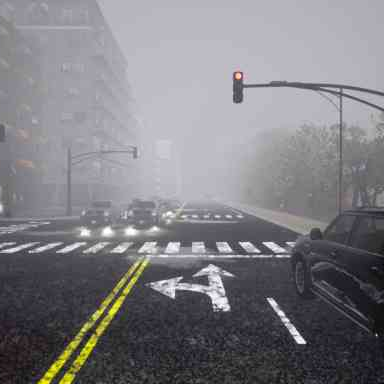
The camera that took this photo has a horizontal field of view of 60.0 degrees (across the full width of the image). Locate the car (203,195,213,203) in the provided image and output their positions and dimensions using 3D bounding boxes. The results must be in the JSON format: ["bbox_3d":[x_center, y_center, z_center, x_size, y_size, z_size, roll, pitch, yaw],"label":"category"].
[{"bbox_3d":[3.419,1.382,73.014,2.097,1.767,4.553,0,0,0],"label":"car"}]

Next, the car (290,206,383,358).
[{"bbox_3d":[3.374,1.221,5.292,2.150,2.045,5.566,0,0,-2],"label":"car"}]

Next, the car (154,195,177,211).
[{"bbox_3d":[-3.262,1.498,40.248,2.128,1.511,4.902,0,0,0],"label":"car"}]

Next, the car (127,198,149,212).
[{"bbox_3d":[-6.510,1.510,40.596,1.837,1.490,4.892,0,0,0],"label":"car"}]

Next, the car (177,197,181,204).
[{"bbox_3d":[-3.155,1.568,63.739,2.033,1.411,5.357,0,0,1],"label":"car"}]

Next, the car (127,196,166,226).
[{"bbox_3d":[-3.304,1.388,24.047,2.097,1.767,4.553,0,0,0],"label":"car"}]

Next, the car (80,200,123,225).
[{"bbox_3d":[-6.561,1.409,24.464,2.097,1.767,4.553,-1,0,0],"label":"car"}]
